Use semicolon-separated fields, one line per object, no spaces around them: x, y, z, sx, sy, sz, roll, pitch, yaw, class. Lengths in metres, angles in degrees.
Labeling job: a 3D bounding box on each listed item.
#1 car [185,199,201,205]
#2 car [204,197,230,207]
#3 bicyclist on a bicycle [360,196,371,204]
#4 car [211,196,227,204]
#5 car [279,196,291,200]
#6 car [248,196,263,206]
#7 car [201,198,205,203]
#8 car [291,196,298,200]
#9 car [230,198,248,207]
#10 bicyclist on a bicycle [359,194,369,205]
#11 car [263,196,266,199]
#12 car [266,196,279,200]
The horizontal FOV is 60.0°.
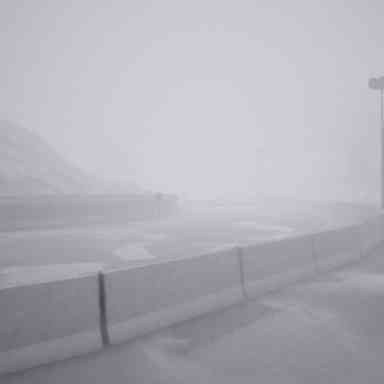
-0.225;2.184;75.857;1.895;1.301;4.718;0;0;-18;car
4.505;2.010;60.794;2.033;1.411;5.357;0;0;-16;car
36.663;1.577;69.232;1.656;1.620;0.582;22;-6;-16;bicyclist on a bicycle
6.278;1.903;78.495;2.097;1.767;4.553;0;0;-18;car
22.389;1.810;85.564;2.033;1.411;5.357;0;0;-18;car
11.106;1.924;63.139;1.837;1.490;4.892;0;0;-16;car
3.108;2.091;76.921;1.812;1.442;4.674;0;0;-18;car
25.722;1.748;86.632;1.837;1.490;4.892;0;0;-18;car
7.863;1.988;61.827;2.033;1.411;5.357;0;0;-16;car
36.356;1.584;70.276;1.656;1.620;0.582;24;-7;-16;bicyclist on a bicycle
15.723;1.839;83.427;2.128;1.511;4.902;0;0;-18;car
19.056;1.831;84.495;2.033;1.411;5.357;0;0;-18;car
